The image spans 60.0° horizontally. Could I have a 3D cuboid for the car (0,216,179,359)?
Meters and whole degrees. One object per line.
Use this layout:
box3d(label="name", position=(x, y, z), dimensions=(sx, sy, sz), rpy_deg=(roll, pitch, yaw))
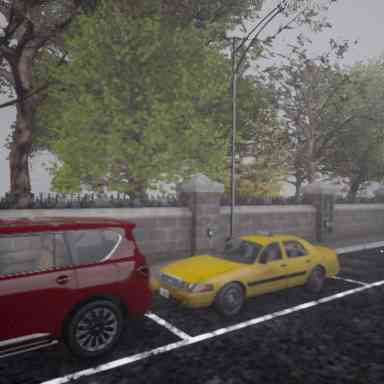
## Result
box3d(label="car", position=(-2.916, 1.316, 4.475), dimensions=(5.009, 1.841, 2.192), rpy_deg=(1, 0, -35))

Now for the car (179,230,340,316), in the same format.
box3d(label="car", position=(1.453, 1.577, 7.590), dimensions=(4.829, 1.417, 1.752), rpy_deg=(1, 0, -35))
